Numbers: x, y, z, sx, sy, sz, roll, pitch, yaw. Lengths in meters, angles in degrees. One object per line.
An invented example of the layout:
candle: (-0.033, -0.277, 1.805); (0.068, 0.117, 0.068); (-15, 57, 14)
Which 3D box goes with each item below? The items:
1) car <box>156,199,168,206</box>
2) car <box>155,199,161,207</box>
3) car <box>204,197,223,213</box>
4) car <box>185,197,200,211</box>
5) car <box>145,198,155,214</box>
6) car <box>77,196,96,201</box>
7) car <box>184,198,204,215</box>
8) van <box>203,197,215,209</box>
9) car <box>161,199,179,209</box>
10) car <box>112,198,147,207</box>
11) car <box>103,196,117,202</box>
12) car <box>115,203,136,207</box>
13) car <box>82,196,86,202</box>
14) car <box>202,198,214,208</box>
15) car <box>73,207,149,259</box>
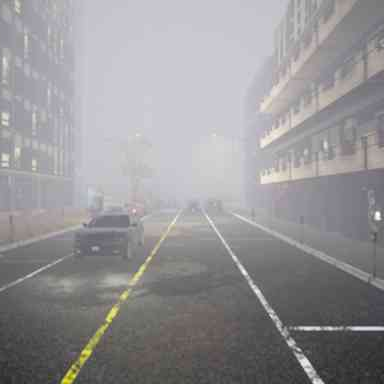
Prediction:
car: (-5.650, 2.007, 63.543); (1.947, 1.339, 4.313); (0, 0, 0)
car: (-5.654, 1.970, 58.297); (1.947, 1.339, 4.313); (0, 0, 0)
car: (2.715, 1.600, 41.642); (2.192, 1.841, 5.009); (0, 0, 0)
car: (0.114, 1.683, 48.099); (2.097, 1.767, 4.553); (0, 0, 0)
car: (-5.668, 1.561, 36.096); (2.192, 1.841, 5.009); (0, 0, 0)
car: (-27.420, 1.674, 86.520); (4.313, 1.339, 1.947); (1, -1, -1)
car: (0.121, 1.784, 37.851); (1.812, 1.442, 4.674); (0, 0, -1)
van: (2.722, 1.705, 52.744); (1.690, 1.788, 3.998); (0, 0, 0)
car: (-3.056, 1.846, 51.427); (2.128, 1.511, 4.902); (0, 0, 0)
car: (-5.672, 1.648, 30.544); (1.967, 1.590, 4.097); (0, 0, 0)
car: (-21.975, 1.736, 86.666); (4.829, 1.417, 1.752); (1, -1, -1)
car: (-5.675, 1.752, 24.992); (1.802, 1.307, 4.206); (0, 0, 0)
car: (-27.318, 1.389, 78.146); (5.009, 1.841, 2.192); (1, -1, -1)
car: (2.726, 1.844, 58.294); (1.967, 1.590, 4.097); (0, 0, 0)
car: (-3.090, 1.567, 13.166); (1.882, 1.535, 5.008); (0, -1, 0)
